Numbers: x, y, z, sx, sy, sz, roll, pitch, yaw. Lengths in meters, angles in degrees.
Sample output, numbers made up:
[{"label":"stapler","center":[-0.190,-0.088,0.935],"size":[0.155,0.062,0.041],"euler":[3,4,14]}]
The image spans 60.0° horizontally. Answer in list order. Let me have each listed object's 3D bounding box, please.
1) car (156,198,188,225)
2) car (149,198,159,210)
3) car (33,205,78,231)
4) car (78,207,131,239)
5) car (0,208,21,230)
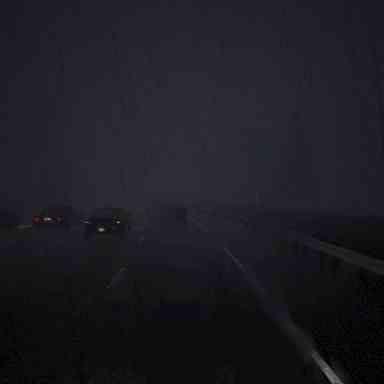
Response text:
[{"label":"car","center":[-1.426,1.451,23.788],"size":[1.882,1.535,5.008],"euler":[0,0,-6]},{"label":"car","center":[-4.354,1.433,42.049],"size":[1.882,1.535,5.008],"euler":[0,0,-11]},{"label":"car","center":[-8.078,1.530,20.603],"size":[2.033,1.411,5.357],"euler":[0,0,-6]},{"label":"car","center":[-4.275,1.509,17.262],"size":[1.812,1.442,4.674],"euler":[0,0,-5]},{"label":"car","center":[-11.453,1.551,18.878],"size":[1.994,1.385,4.181],"euler":[0,0,-5]}]
